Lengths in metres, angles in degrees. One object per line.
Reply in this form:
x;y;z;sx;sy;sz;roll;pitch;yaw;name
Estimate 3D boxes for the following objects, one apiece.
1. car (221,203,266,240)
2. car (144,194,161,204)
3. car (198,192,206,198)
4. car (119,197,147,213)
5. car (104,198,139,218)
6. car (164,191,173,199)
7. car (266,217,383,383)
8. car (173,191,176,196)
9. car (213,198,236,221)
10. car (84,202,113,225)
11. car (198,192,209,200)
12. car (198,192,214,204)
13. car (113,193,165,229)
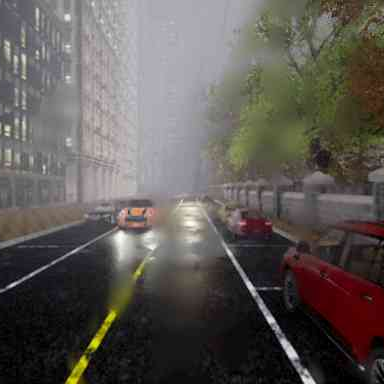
2.598;1.392;15.566;1.802;1.307;4.206;0;1;0;car
-5.830;1.012;49.560;1.947;1.339;4.313;0;1;0;car
2.314;0.654;77.510;1.887;1.381;4.507;0;1;0;car
-5.702;1.203;32.680;1.947;1.339;4.313;0;1;0;car
-5.659;1.268;27.052;1.947;1.339;4.313;0;1;0;car
-5.736;0.738;72.054;1.887;1.381;4.507;0;1;0;car
2.682;1.256;4.314;2.192;1.841;5.009;0;1;0;car
-5.541;0.510;94.557;1.947;1.339;4.313;0;1;1;car
2.554;1.269;21.361;1.752;1.417;4.829;0;1;0;car
-5.617;1.317;21.425;2.008;1.369;4.403;0;1;0;car
2.278;0.780;66.229;1.887;1.381;4.507;0;1;0;car
2.342;0.970;49.317;1.887;1.381;4.507;0;1;0;car
-2.974;1.130;19.788;2.097;1.767;4.553;0;1;0;car
